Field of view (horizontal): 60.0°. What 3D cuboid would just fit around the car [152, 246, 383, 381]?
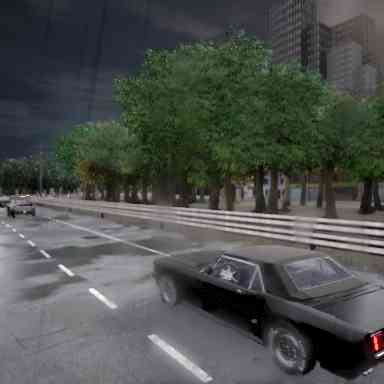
[{"bbox_3d":[1.132,1.595,5.693,1.895,1.301,4.718,0,0,-34],"label":"car"}]

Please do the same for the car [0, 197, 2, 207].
[{"bbox_3d":[-24.939,1.432,43.805,1.882,1.535,5.008,0,0,-34],"label":"car"}]

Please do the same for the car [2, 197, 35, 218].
[{"bbox_3d":[-15.343,1.450,29.769,2.128,1.511,4.902,0,0,-34],"label":"car"}]
